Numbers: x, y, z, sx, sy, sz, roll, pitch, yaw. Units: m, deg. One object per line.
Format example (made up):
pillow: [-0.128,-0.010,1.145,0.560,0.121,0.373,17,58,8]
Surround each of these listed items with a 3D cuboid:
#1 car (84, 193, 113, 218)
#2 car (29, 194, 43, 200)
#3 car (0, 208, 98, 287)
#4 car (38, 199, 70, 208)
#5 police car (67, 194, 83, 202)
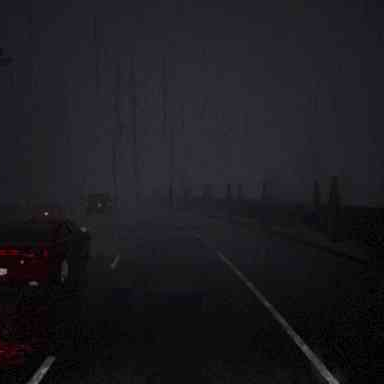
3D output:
car: [-8.083,1.131,28.817,2.150,2.045,5.566,0,0,-17]
car: [-37.260,1.269,79.384,4.181,1.385,1.994,0,1,40]
car: [-4.102,1.446,9.183,1.882,1.535,5.008,0,0,-6]
car: [-10.715,1.501,25.175,1.994,1.385,4.181,0,0,-15]
police car: [-23.897,1.252,67.522,1.930,1.638,5.238,-1,0,-40]
